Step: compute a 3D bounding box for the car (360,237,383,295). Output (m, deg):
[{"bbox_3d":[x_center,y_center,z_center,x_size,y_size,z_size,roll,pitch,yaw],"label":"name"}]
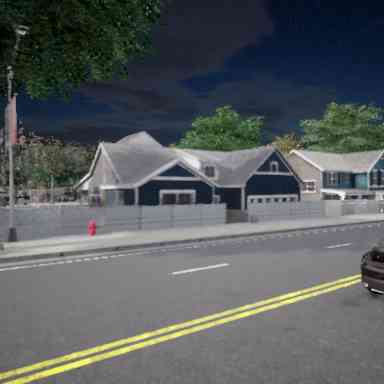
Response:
[{"bbox_3d":[5.707,1.506,7.511,4.892,1.490,1.837,0,0,-36],"label":"car"}]
